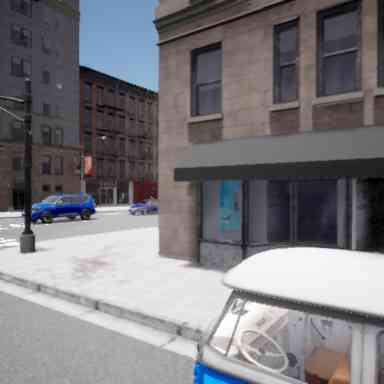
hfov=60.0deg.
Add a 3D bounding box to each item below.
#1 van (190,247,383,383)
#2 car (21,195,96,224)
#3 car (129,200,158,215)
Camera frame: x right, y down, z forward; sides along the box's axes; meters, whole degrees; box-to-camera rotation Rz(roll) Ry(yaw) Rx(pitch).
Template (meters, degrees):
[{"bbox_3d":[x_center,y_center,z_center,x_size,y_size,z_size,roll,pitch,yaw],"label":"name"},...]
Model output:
[{"bbox_3d":[1.809,1.341,1.785,3.998,1.788,1.690,0,0,35],"label":"van"},{"bbox_3d":[-10.019,1.219,25.491,2.150,2.045,5.566,0,0,35],"label":"car"},{"bbox_3d":[-4.311,1.518,33.695,1.812,1.442,4.674,0,0,35],"label":"car"}]
